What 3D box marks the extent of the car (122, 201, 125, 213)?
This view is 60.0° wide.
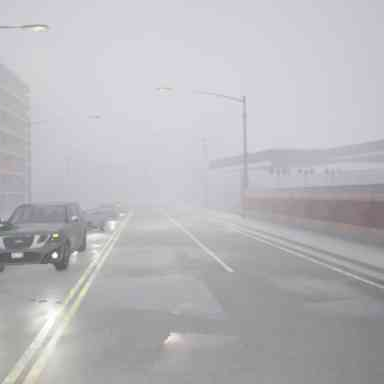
[{"bbox_3d":[-9.489,1.824,41.897,1.882,1.535,5.008,-1,0,-8],"label":"car"}]

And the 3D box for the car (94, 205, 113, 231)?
[{"bbox_3d":[-6.560,1.779,21.632,1.994,1.385,4.181,-1,0,-8],"label":"car"}]

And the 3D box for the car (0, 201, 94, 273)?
[{"bbox_3d":[-5.111,1.372,11.708,2.150,2.045,5.566,-1,0,-8],"label":"car"}]

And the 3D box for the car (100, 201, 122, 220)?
[{"bbox_3d":[-8.008,1.785,31.532,1.837,1.490,4.892,-1,0,-8],"label":"car"}]
